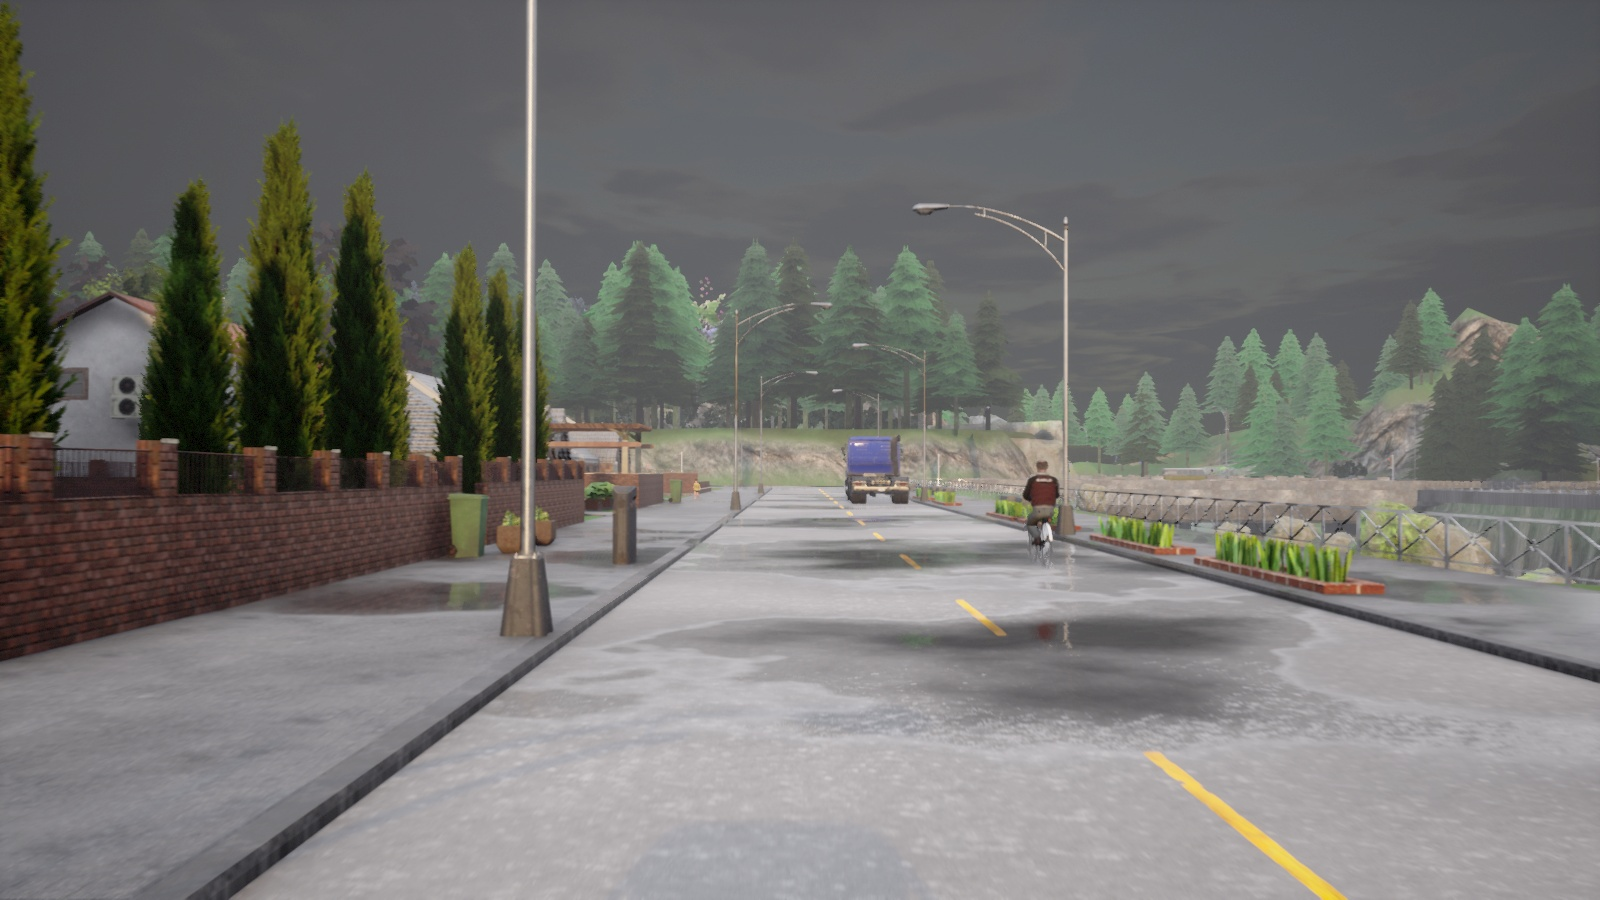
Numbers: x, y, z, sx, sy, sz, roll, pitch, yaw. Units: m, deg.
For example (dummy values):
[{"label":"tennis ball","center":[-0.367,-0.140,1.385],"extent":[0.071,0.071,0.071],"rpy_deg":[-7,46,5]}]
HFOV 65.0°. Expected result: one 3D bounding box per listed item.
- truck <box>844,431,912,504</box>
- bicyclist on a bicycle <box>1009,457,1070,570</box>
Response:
[{"label":"truck","center":[3.847,0.882,63.616],"extent":[2.891,3.462,7.936],"rpy_deg":[0,-1,0]},{"label":"bicyclist on a bicycle","center":[3.951,1.018,20.830],"extent":[0.659,1.776,1.843],"rpy_deg":[0,-1,0]}]
